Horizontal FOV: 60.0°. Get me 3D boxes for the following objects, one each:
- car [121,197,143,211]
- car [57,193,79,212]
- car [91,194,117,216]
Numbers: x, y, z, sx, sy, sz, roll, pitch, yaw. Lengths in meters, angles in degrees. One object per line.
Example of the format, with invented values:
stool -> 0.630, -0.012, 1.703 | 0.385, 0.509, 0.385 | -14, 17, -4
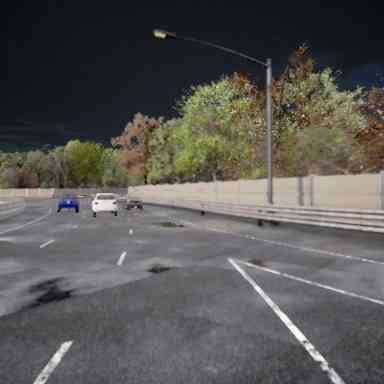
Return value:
car -> -6.988, 1.400, 38.619 | 1.837, 1.490, 4.892 | 0, 0, -20
car -> -14.142, 1.181, 37.935 | 2.150, 2.045, 5.566 | 0, 0, -21
car -> -8.427, 1.157, 31.982 | 2.150, 2.045, 5.566 | 0, 0, -17
